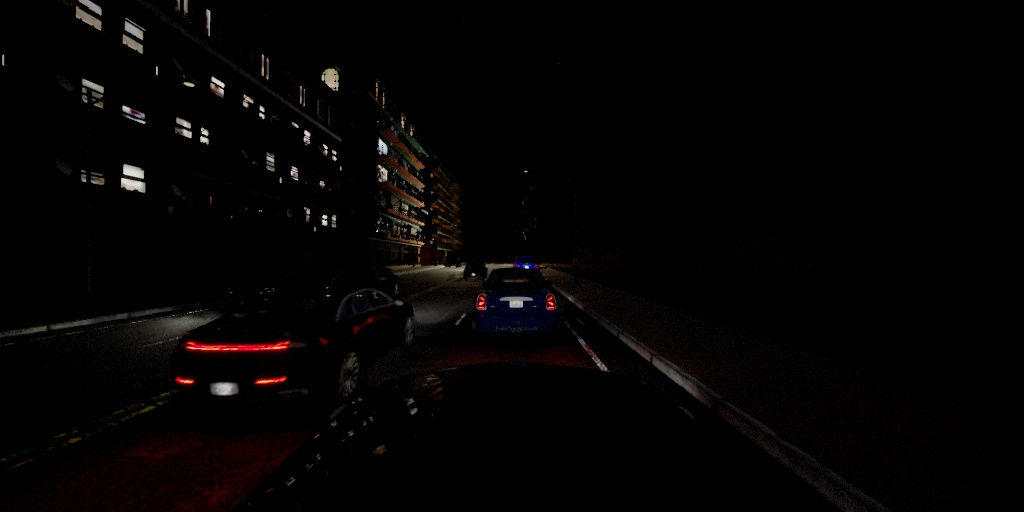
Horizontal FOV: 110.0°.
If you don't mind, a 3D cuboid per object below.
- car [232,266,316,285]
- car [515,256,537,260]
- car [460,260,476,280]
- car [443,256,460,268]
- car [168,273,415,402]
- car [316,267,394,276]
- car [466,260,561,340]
[{"bbox_3d":[-9.843,1.230,15.616,1.882,1.535,5.008,0,0,0],"label":"car"},{"bbox_3d":[1.151,0.979,30.130,2.150,2.045,5.566,0,0,0],"label":"car"},{"bbox_3d":[-3.136,1.258,31.707,1.837,1.490,4.892,0,0,0],"label":"car"},{"bbox_3d":[-9.803,0.976,59.155,2.150,2.045,5.566,0,0,0],"label":"car"},{"bbox_3d":[-3.149,1.241,6.353,2.128,1.511,4.902,0,0,0],"label":"car"},{"bbox_3d":[-6.594,1.257,16.357,1.837,1.490,4.892,0,0,0],"label":"car"},{"bbox_3d":[0.103,1.103,10.177,2.097,1.767,4.553,0,0,0],"label":"car"}]
